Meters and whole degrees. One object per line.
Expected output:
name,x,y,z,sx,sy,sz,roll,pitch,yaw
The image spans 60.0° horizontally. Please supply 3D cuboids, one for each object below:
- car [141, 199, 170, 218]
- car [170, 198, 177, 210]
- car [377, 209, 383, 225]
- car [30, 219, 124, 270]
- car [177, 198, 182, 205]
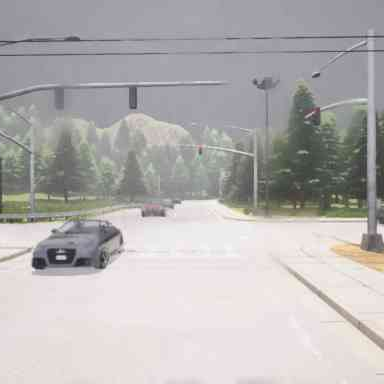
car,-3.543,1.455,31.673,2.097,1.767,4.553,0,0,0
car,-3.495,1.665,46.145,1.812,1.442,4.674,0,0,0
car,14.623,1.362,22.123,4.553,1.767,2.097,0,0,1
car,-3.584,1.615,11.114,1.994,1.385,4.181,0,0,0
car,-3.130,1.786,65.320,1.895,1.301,4.718,0,0,2
